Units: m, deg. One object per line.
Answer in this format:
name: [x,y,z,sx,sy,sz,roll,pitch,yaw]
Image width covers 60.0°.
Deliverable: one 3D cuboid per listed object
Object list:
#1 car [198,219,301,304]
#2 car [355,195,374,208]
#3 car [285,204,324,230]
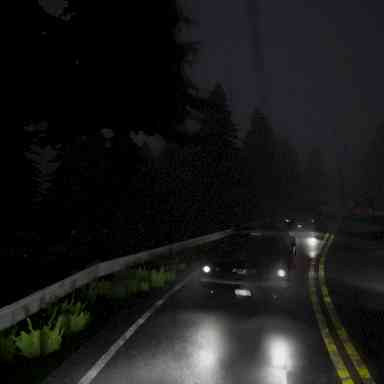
car: [1.653,1.599,8.439,1.895,1.301,4.718,-1,0,18]
car: [20.857,1.059,40.155,2.128,1.511,4.902,-2,0,28]
car: [7.025,1.456,20.516,2.033,1.411,5.357,-2,0,26]
